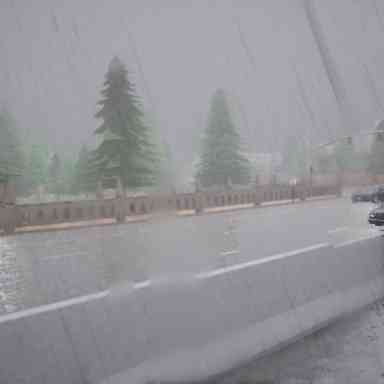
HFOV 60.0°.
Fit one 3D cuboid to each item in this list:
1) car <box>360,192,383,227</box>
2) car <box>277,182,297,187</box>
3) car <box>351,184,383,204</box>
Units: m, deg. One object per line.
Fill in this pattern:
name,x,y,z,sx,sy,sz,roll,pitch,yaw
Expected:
car,10.492,0.806,15.751,5.357,1.411,2.033,-4,2,-35
car,15.715,-0.953,54.894,2.097,1.767,4.553,-4,2,-35
car,15.158,0.119,27.545,5.008,1.535,1.882,-4,2,-35
